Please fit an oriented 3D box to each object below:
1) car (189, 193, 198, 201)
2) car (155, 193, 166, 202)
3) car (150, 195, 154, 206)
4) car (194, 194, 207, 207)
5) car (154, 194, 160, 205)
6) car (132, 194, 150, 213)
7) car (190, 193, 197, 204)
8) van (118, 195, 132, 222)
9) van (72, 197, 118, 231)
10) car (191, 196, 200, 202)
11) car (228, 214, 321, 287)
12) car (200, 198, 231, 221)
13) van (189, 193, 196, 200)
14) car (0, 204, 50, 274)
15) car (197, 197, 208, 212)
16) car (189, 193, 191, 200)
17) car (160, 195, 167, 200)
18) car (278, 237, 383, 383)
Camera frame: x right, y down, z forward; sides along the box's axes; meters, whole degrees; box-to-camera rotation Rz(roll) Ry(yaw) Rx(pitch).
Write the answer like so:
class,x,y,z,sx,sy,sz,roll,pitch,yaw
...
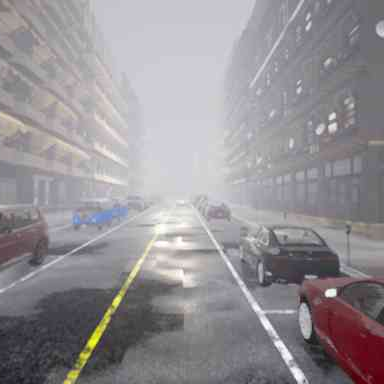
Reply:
class,x,y,z,sx,sy,sz,roll,pitch,yaw
car,0.350,1.176,80.835,2.192,1.841,5.009,1,0,-2
car,-7.188,1.205,69.615,2.192,1.841,5.009,1,0,-2
car,-6.423,1.227,41.973,2.192,1.841,5.009,1,0,-2
car,1.614,1.328,36.603,1.967,1.590,4.097,1,0,-2
car,-6.734,1.463,53.032,1.947,1.339,4.313,1,0,-2
car,-6.270,1.237,36.445,2.192,1.841,5.009,1,0,-2
car,1.268,1.185,47.659,2.192,1.841,5.009,1,0,-2
van,-5.965,1.285,25.389,1.690,1.788,3.998,1,0,-2
van,-5.812,1.298,19.859,1.690,1.788,3.998,1,0,-2
car,0.652,1.438,69.777,1.802,1.307,4.206,1,0,-2
car,2.368,1.508,8.959,2.008,1.369,4.403,1,0,-2
car,1.910,1.454,25.545,1.887,1.381,4.507,1,0,-2
van,0.197,1.208,86.365,1.690,1.788,3.998,1,0,-2
car,-5.505,1.306,8.804,2.192,1.841,5.009,1,0,-2
car,1.757,1.443,31.073,1.887,1.381,4.507,1,0,-2
car,0.960,1.299,58.718,1.967,1.590,4.097,1,0,-2
car,-7.805,1.490,91.731,1.802,1.307,4.206,1,0,-2
car,2.521,1.521,3.430,1.887,1.381,4.507,1,0,-2
